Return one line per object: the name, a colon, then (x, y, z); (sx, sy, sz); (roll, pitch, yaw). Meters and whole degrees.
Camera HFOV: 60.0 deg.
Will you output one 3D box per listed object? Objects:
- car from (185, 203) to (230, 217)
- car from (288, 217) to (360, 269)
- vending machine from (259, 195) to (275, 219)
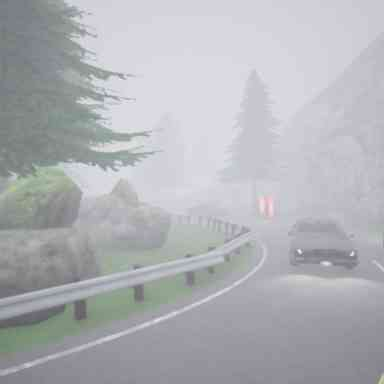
car: (1.434, 1.760, 32.816); (2.033, 1.411, 5.357); (0, 0, -34)
car: (4.440, 1.599, 11.700); (2.033, 1.411, 5.357); (0, 0, 17)
vending machine: (6.894, 1.357, 30.708); (1.100, 2.100, 0.880); (0, 0, -34)
